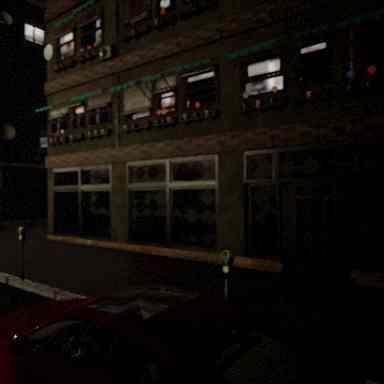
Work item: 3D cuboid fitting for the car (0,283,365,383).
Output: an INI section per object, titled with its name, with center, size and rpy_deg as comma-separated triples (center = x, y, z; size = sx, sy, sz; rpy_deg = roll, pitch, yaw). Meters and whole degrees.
[car]
center = -0.591, 1.582, 3.154
size = 4.206, 1.307, 1.802
rpy_deg = 0, -1, 36
